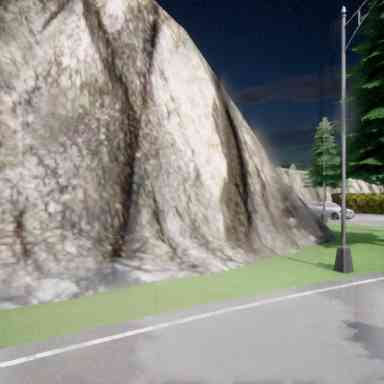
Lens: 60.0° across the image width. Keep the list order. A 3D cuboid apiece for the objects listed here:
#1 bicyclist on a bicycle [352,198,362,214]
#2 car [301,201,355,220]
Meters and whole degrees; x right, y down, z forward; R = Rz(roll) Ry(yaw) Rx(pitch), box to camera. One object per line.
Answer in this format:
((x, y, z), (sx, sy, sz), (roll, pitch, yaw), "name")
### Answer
((16.507, 1.452, 33.370), (1.656, 1.620, 0.582), (0, 0, -28), "bicyclist on a bicycle")
((11.333, 1.526, 27.988), (1.812, 1.442, 4.674), (0, 1, -28), "car")
